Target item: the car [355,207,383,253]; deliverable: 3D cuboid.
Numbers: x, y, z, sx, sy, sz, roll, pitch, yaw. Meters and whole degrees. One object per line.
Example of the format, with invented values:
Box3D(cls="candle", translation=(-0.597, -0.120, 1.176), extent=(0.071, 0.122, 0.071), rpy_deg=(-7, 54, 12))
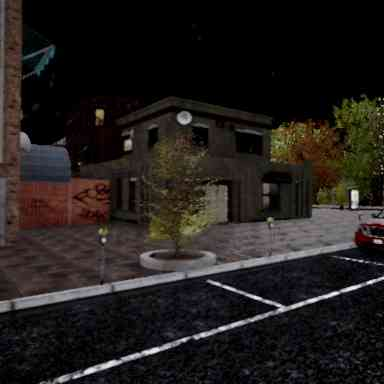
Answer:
Box3D(cls="car", translation=(8.134, 1.308, 12.347), extent=(5.009, 1.841, 2.192), rpy_deg=(0, 1, -35))
